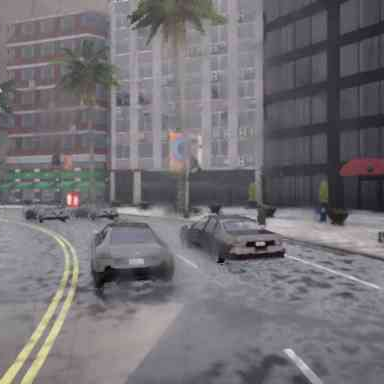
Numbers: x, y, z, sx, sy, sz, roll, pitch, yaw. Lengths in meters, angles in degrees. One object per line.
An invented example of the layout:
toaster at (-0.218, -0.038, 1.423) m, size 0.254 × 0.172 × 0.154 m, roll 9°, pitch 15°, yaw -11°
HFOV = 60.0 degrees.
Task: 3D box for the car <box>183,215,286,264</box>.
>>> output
car at (1.121, 1.513, 11.801) m, size 2.033 × 1.411 × 5.357 m, roll 0°, pitch 0°, yaw -19°

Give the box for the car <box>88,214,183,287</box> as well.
car at (-1.837, 1.544, 9.479) m, size 1.994 × 1.385 × 4.181 m, roll 0°, pitch 0°, yaw -17°

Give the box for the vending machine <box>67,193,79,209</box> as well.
vending machine at (-15.061, 1.123, 42.098) m, size 0.880 × 2.100 × 1.100 m, roll 0°, pitch 0°, yaw 31°

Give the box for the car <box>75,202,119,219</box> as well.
car at (-7.841, 1.498, 26.519) m, size 2.033 × 1.411 × 5.357 m, roll 0°, pitch 0°, yaw -42°

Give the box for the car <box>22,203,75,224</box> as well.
car at (-10.979, 1.511, 24.800) m, size 2.033 × 1.411 × 5.357 m, roll 0°, pitch 0°, yaw -43°
